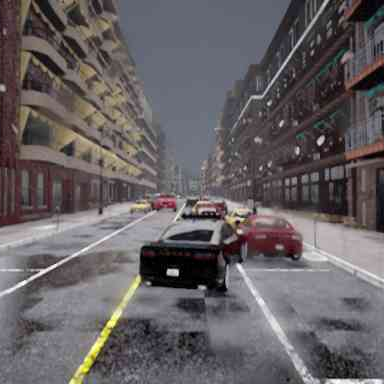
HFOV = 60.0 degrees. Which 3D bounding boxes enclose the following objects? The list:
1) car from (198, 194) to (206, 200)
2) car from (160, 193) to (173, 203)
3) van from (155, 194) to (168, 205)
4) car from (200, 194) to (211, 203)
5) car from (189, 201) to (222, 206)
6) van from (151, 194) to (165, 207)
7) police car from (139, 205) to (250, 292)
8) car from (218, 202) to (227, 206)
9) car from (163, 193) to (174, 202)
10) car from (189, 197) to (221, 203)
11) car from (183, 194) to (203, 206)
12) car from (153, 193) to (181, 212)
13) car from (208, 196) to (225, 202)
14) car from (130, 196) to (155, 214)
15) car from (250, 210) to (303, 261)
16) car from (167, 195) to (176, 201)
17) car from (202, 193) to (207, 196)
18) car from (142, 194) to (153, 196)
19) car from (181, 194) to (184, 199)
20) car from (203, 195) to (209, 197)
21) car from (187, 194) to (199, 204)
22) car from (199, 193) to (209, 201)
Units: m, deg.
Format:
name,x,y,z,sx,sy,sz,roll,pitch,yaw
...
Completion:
name,x,y,z,sx,sy,sz,roll,pitch,yaw
car,2.766,1.311,89.506,1.967,1.590,4.097,1,0,0
car,-5.129,1.181,67.460,2.192,1.841,5.009,1,0,0
van,-5.156,1.212,56.399,1.690,1.788,3.998,1,0,0
car,2.756,1.306,67.381,1.967,1.590,4.097,1,0,0
car,0.870,1.465,18.746,1.812,1.442,4.674,0,0,0
van,-5.169,1.217,50.867,1.690,1.788,3.998,2,0,0
police car,0.298,1.393,9.128,1.930,1.638,5.238,0,0,15
car,2.628,1.467,17.775,1.752,1.417,4.829,1,0,0
car,-5.116,1.180,72.990,2.192,1.841,5.009,1,0,0
car,0.885,1.379,24.939,1.801,1.575,5.366,0,0,0
car,0.120,1.361,45.600,1.882,1.535,5.008,0,0,0
car,-2.759,1.119,37.327,2.150,2.045,5.566,0,0,0
car,2.666,1.449,34.196,1.887,1.381,4.507,1,0,0
car,-5.214,1.430,34.108,1.752,1.417,4.829,2,0,0
car,2.614,1.503,12.073,1.887,1.381,4.507,1,0,0
car,-5.096,1.433,84.053,1.947,1.339,4.313,1,0,0
car,2.719,1.416,56.319,1.887,1.381,4.507,1,0,0
car,-5.194,1.208,39.809,2.192,1.841,5.009,2,0,0
car,-2.521,1.403,95.432,1.812,1.442,4.674,0,0,0
car,2.679,1.444,39.727,2.008,1.369,4.403,1,0,0
car,0.143,1.221,59.437,2.097,1.767,4.553,0,0,0
car,2.743,1.180,78.443,2.192,1.841,5.009,1,0,0
